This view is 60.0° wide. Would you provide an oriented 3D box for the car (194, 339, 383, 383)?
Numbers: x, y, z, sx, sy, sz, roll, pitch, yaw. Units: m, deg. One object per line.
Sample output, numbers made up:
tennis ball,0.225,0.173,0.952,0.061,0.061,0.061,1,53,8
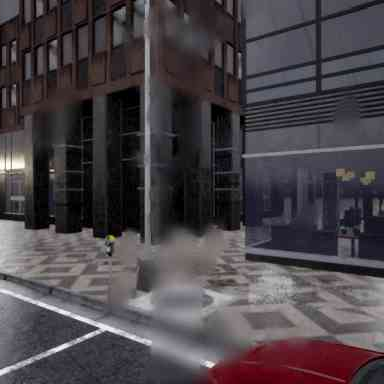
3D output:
car,1.961,1.545,1.563,4.507,1.381,1.887,0,0,36
